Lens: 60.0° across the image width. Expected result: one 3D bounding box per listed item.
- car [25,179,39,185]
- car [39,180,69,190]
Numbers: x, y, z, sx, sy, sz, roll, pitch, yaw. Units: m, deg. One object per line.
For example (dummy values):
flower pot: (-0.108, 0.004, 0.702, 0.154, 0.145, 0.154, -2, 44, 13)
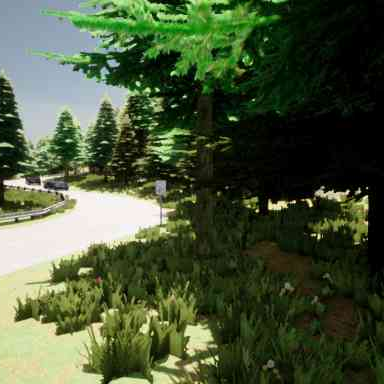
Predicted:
car: (-25.510, -1.912, 53.400, 1.837, 1.490, 4.892, 0, 5, -34)
car: (-18.881, -0.986, 46.136, 4.181, 1.385, 1.994, 6, 4, 39)
